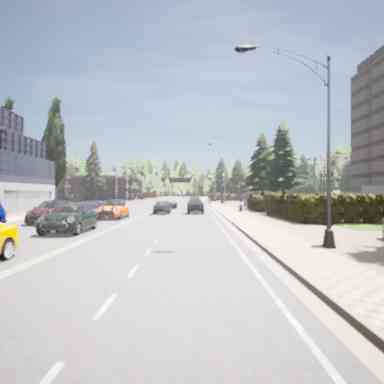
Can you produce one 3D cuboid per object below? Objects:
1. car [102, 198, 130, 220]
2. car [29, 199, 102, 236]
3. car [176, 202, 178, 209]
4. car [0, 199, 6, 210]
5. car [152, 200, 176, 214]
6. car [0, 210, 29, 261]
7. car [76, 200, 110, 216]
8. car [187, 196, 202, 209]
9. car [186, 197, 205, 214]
[{"bbox_3d":[-6.843,1.444,29.033,2.097,1.767,4.553,0,0,1],"label":"car"},{"bbox_3d":[-6.952,1.412,18.918,2.097,1.767,4.553,0,0,1],"label":"car"},{"bbox_3d":[-3.075,1.754,48.304,1.895,1.301,4.718,0,0,1],"label":"car"},{"bbox_3d":[-10.494,1.268,14.722,2.150,2.045,5.566,0,0,1],"label":"car"},{"bbox_3d":[-3.198,1.663,36.369,2.033,1.411,5.357,0,0,1],"label":"car"},{"bbox_3d":[-7.039,1.509,9.681,1.882,1.535,5.008,0,0,1],"label":"car"},{"bbox_3d":[-10.256,1.602,34.879,2.128,1.511,4.902,0,0,1],"label":"car"},{"bbox_3d":[0.425,1.503,47.976,2.097,1.767,4.553,0,0,1],"label":"car"},{"bbox_3d":[0.405,1.621,36.629,1.837,1.490,4.892,0,0,1],"label":"car"}]
